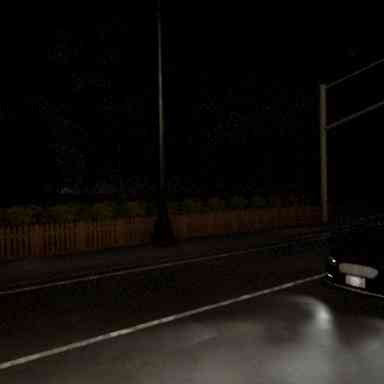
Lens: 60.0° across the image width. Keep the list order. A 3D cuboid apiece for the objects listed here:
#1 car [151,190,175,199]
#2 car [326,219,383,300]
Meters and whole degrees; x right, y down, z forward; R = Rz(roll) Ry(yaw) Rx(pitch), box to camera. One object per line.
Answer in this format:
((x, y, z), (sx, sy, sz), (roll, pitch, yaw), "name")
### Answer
((-5.099, 0.626, 56.713), (2.150, 2.045, 5.566), (-1, 1, -35), "car")
((4.995, 1.322, 7.516), (4.902, 1.511, 2.128), (-2, 1, -35), "car")
